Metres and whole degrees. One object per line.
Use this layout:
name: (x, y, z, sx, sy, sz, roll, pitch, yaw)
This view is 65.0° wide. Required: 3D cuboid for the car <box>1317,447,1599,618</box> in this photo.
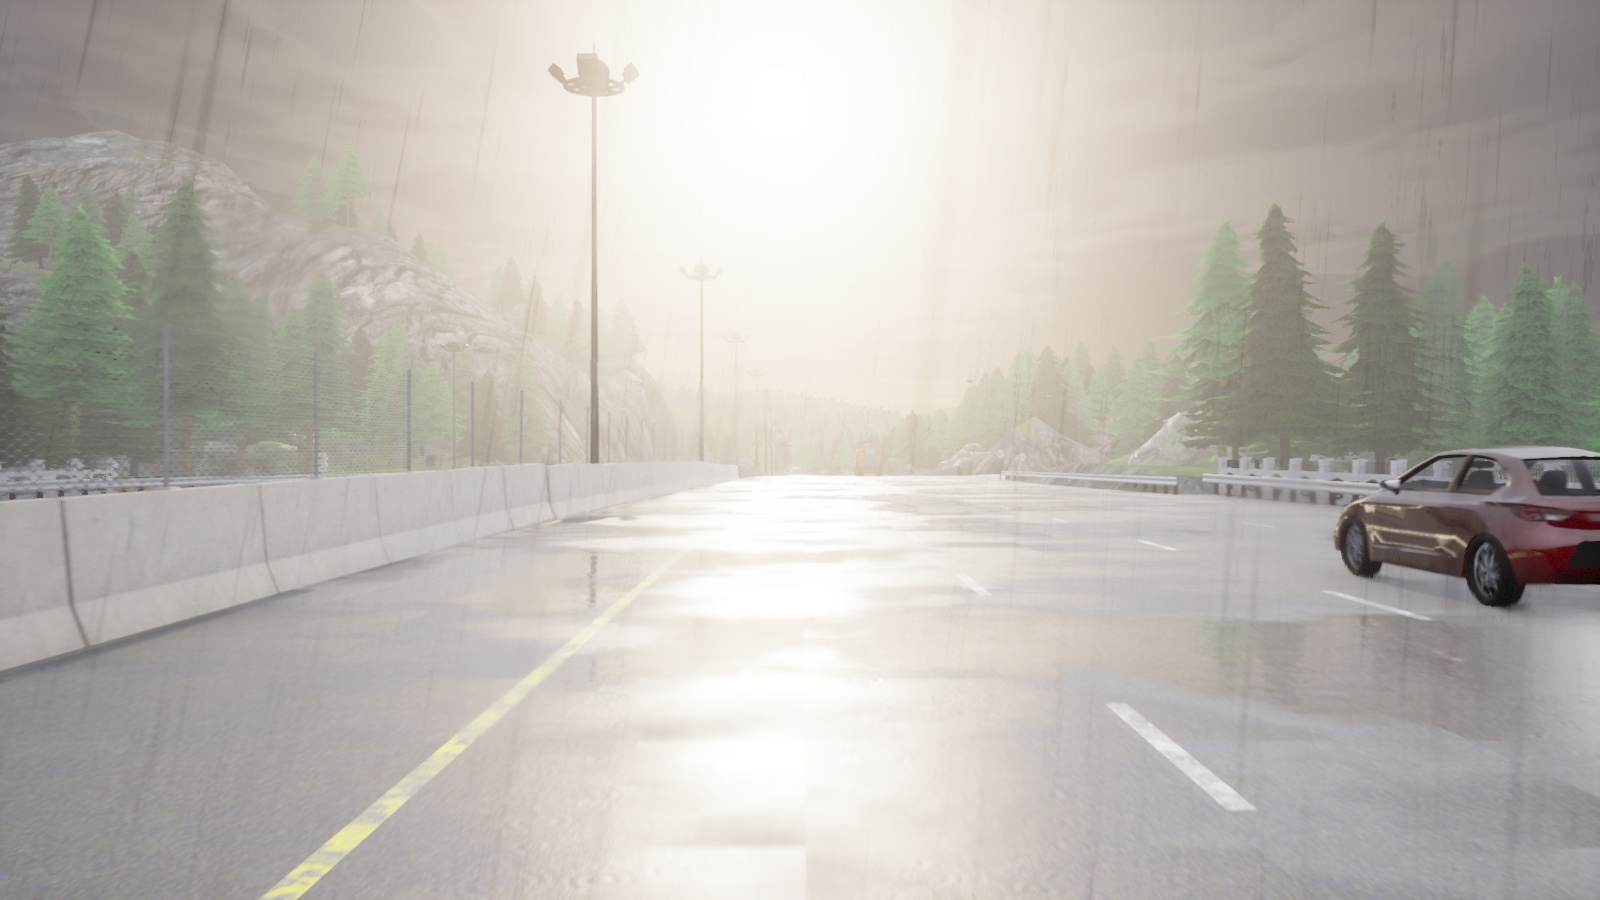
car: (7.089, 0.712, 12.931, 1.816, 1.474, 4.193, 0, 0, 0)
